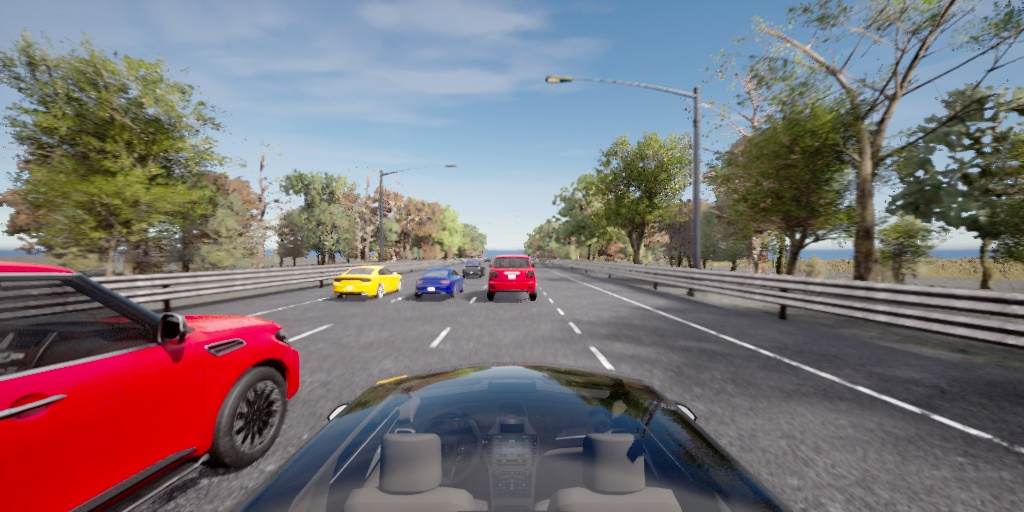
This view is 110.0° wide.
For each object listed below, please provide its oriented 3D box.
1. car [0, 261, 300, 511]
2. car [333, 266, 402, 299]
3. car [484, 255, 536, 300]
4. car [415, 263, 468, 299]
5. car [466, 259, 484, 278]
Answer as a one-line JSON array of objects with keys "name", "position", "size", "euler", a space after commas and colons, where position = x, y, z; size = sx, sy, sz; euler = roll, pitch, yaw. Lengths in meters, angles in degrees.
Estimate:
[{"name": "car", "position": [-3.499, 0.972, 1.723], "size": [2.150, 2.045, 5.566], "euler": [0, 0, 0]}, {"name": "car", "position": [-7.003, 1.228, 17.946], "size": [1.882, 1.535, 5.008], "euler": [0, 0, 0]}, {"name": "car", "position": [-0.003, 0.973, 17.864], "size": [2.150, 2.045, 5.566], "euler": [0, 0, 0]}, {"name": "car", "position": [-3.505, 1.276, 17.872], "size": [1.812, 1.442, 4.674], "euler": [0, 0, 0]}, {"name": "car", "position": [-3.508, 1.243, 33.542], "size": [2.128, 1.511, 4.902], "euler": [0, 0, 0]}]
